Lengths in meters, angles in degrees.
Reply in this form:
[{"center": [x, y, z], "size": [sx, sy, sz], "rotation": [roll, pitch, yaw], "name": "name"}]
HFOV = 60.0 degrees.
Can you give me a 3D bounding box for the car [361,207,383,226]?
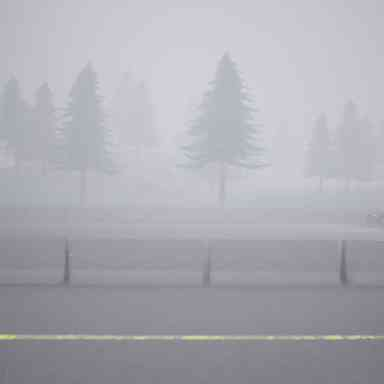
[{"center": [15.248, 1.715, 24.823], "size": [4.902, 1.511, 2.128], "rotation": [0, 0, -1], "name": "car"}]
